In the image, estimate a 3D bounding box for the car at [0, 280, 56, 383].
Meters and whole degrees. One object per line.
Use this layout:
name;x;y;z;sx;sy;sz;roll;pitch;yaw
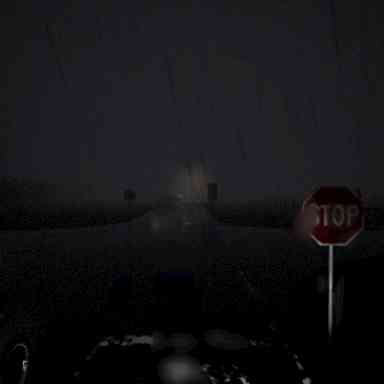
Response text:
car;-2.754;1.543;2.199;2.033;1.411;5.357;0;0;0

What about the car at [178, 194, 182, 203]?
car;-2.864;1.214;64.029;2.128;1.511;4.902;0;0;0

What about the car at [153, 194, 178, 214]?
car;-2.811;1.265;34.394;2.097;1.767;4.553;0;0;0
